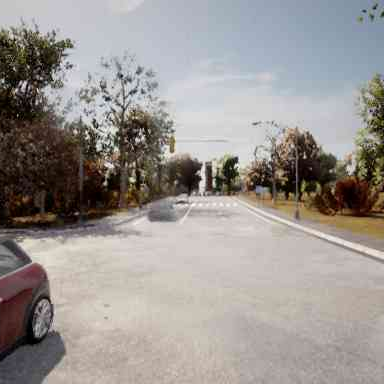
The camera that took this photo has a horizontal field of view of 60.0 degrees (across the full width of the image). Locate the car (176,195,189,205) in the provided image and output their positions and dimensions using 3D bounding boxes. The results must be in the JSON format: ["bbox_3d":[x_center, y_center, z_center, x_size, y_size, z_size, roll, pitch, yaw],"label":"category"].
[{"bbox_3d":[-1.540,1.201,52.546,1.812,1.442,4.674,0,1,2],"label":"car"}]

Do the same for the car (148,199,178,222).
[{"bbox_3d":[-2.497,1.675,28.096,1.837,1.490,4.892,0,1,2],"label":"car"}]

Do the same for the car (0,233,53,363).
[{"bbox_3d":[-3.315,1.357,3.395,2.097,1.767,4.553,0,-1,2],"label":"car"}]
